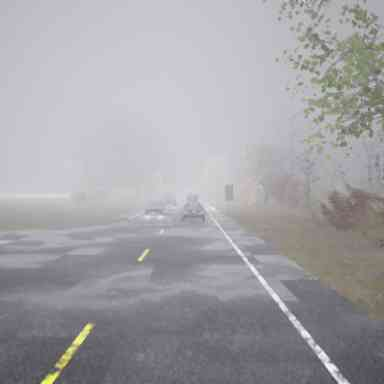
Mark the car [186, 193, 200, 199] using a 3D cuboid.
[{"bbox_3d":[0.111,1.226,56.409,2.150,2.045,5.566,0,0,0],"label":"car"}]

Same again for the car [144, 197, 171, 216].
[{"bbox_3d":[-3.570,1.545,33.355,2.033,1.411,5.357,0,0,0],"label":"car"}]

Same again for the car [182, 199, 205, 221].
[{"bbox_3d":[0.134,1.559,27.540,2.033,1.411,5.357,0,0,0],"label":"car"}]

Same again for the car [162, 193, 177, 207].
[{"bbox_3d":[-3.540,1.214,52.849,2.150,2.045,5.566,0,0,0],"label":"car"}]
